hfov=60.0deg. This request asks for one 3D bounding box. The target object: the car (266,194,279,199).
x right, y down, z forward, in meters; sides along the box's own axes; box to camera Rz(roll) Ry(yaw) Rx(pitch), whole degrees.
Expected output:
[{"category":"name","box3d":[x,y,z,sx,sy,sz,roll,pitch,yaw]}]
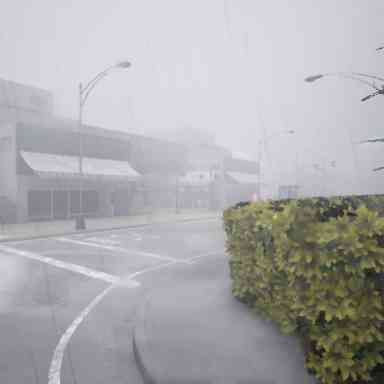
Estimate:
[{"category":"car","box3d":[18.029,1.246,74.692,1.970,1.475,3.806,0,0,37]}]

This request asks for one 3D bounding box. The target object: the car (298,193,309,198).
[{"category":"car","box3d":[25.189,1.311,78.133,2.007,1.523,4.514,0,0,37]}]
